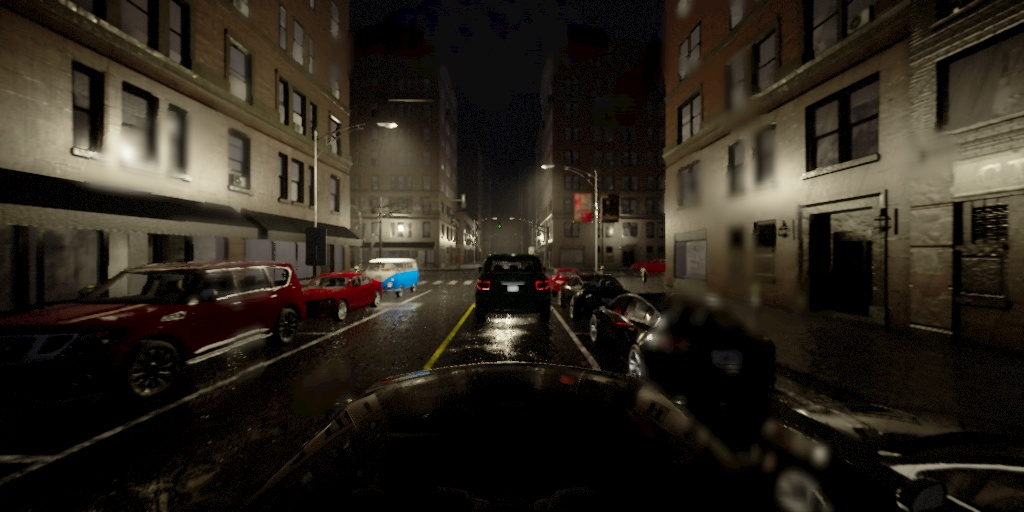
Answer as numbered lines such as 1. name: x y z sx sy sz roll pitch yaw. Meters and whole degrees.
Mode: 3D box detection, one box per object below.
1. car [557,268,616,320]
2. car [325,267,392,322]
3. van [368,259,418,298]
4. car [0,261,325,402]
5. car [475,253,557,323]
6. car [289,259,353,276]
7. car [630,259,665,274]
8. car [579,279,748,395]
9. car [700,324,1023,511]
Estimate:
1. car: 2.669 1.266 12.107 1.948 1.339 4.313 0 0 0
2. car: -5.857 1.245 12.105 1.888 1.381 4.507 0 0 0
3. van: -5.857 1.014 17.690 1.690 1.789 3.998 0 0 0
4. car: -5.857 1.041 6.518 2.192 1.841 5.009 0 0 0
5. car: 0.016 0.923 12.075 2.150 2.045 5.566 0 1 0
6. car: -17.894 1.082 33.721 4.902 1.511 2.128 0 0 -1
7. car: 14.923 1.049 37.550 5.008 1.535 1.882 0 0 -1
8. car: 2.668 1.292 6.522 1.948 1.339 4.313 0 0 0
9. car: 2.668 1.304 0.938 2.007 1.370 4.403 0 0 0
